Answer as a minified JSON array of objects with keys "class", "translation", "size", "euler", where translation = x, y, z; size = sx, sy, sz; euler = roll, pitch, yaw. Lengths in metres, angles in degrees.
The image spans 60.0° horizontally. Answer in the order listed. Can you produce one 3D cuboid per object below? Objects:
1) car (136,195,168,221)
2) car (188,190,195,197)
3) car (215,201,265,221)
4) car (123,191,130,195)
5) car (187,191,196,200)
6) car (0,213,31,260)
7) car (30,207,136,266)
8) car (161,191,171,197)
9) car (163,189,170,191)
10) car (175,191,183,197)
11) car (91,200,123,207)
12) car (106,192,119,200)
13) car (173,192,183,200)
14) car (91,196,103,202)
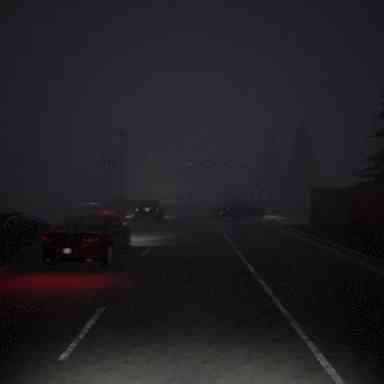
[{"class":"car","translation":[-3.425,1.410,27.586],"size":[2.097,1.767,4.553],"euler":[0,0,0]},{"class":"car","translation":[-0.145,0.497,94.421],"size":[2.033,1.411,5.357],"euler":[0,7,0]},{"class":"car","translation":[4.158,1.538,28.123],"size":[5.008,1.535,1.882],"euler":[0,-2,-41]},{"class":"car","translation":[-17.617,0.534,89.293],"size":[1.812,1.442,4.674],"euler":[0,4,0]},{"class":"car","translation":[-0.089,0.973,83.997],"size":[2.150,2.045,5.566],"euler":[0,3,0]},{"class":"car","translation":[-6.930,1.518,12.467],"size":[2.128,1.511,4.902],"euler":[0,0,0]},{"class":"car","translation":[-3.435,1.503,11.681],"size":[1.882,1.535,5.008],"euler":[0,-1,0]},{"class":"car","translation":[-7.091,1.203,84.359],"size":[1.882,1.535,5.008],"euler":[0,3,0]},{"class":"car","translation":[-7.144,0.180,94.378],"size":[2.150,2.045,5.566],"euler":[0,7,0]},{"class":"car","translation":[-3.645,0.548,94.438],"size":[1.895,1.301,4.718],"euler":[0,7,0]},{"class":"car","translation":[-6.919,1.625,28.555],"size":[1.994,1.385,4.181],"euler":[0,0,0]},{"class":"car","translation":[-17.535,1.465,73.863],"size":[2.097,1.767,4.553],"euler":[0,1,0]},{"class":"car","translation":[-3.591,1.083,84.341],"size":[2.097,1.767,4.553],"euler":[0,3,0]},{"class":"car","translation":[-21.035,1.635,73.819],"size":[2.128,1.511,4.902],"euler":[0,1,0]}]
